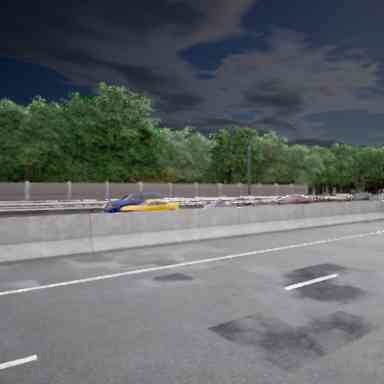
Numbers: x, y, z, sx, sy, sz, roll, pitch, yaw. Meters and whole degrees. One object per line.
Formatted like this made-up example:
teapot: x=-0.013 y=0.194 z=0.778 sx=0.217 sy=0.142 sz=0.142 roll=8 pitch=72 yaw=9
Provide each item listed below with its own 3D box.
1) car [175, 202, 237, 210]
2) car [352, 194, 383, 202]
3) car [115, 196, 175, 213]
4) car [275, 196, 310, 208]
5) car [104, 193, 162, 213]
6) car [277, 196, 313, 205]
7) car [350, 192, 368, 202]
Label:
car: x=1.476 y=1.406 z=22.250 sx=4.674 sy=1.442 sz=1.812 roll=-1 pitch=0 yaw=-36
car: x=19.653 y=1.237 z=35.217 sx=5.357 sy=1.411 sz=2.033 roll=-1 pitch=0 yaw=-35
car: x=-3.419 y=1.367 z=27.356 sx=5.008 sy=1.535 sz=1.882 roll=-1 pitch=0 yaw=-36
car: x=13.204 y=1.219 z=43.505 sx=4.674 sy=1.442 sz=1.812 roll=0 pitch=0 yaw=-35
car: x=-5.136 y=1.108 z=30.431 sx=5.566 sy=2.045 sz=2.150 roll=-1 pitch=0 yaw=-36
car: x=11.814 y=1.207 z=38.227 sx=5.008 sy=1.535 sz=1.882 roll=-1 pitch=0 yaw=-35
car: x=27.365 y=0.836 z=53.517 sx=4.553 sy=1.767 sz=2.097 roll=0 pitch=0 yaw=-36
